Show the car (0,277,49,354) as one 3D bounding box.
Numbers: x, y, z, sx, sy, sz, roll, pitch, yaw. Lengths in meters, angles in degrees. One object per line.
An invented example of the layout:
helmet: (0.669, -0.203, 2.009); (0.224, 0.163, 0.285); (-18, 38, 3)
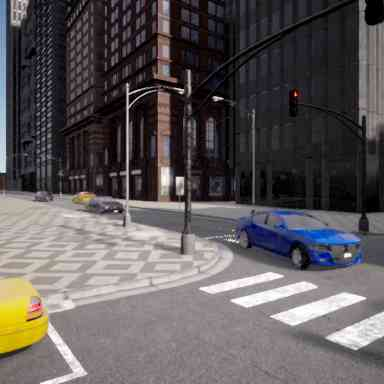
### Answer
car: (-4.232, 1.525, 3.630); (4.829, 1.417, 1.752); (0, 0, -35)

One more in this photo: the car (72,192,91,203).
car: (-13.646, 0.726, 42.154); (1.882, 1.535, 5.008); (0, 1, -36)

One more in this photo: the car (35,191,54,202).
car: (-20.758, 0.619, 46.693); (1.837, 1.490, 4.892); (0, 0, -35)

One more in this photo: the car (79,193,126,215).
car: (-7.471, 1.058, 28.102); (2.033, 1.411, 5.357); (0, 1, -36)

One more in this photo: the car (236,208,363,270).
car: (3.300, 1.370, 11.216); (1.882, 1.535, 5.008); (0, 1, -20)
